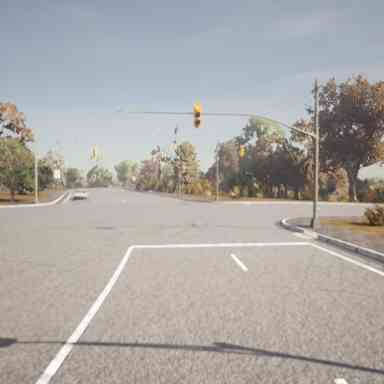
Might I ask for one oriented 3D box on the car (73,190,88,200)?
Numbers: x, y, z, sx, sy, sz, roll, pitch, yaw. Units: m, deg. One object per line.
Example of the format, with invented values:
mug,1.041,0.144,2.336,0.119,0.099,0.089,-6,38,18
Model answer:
car,-15.144,0.406,45.166,1.895,1.301,4.718,-1,2,-18
